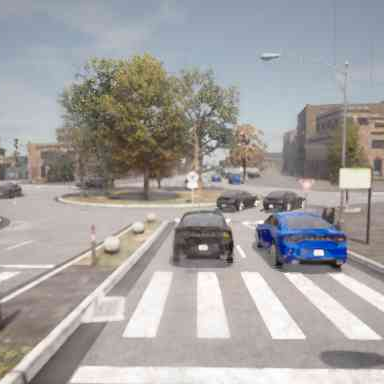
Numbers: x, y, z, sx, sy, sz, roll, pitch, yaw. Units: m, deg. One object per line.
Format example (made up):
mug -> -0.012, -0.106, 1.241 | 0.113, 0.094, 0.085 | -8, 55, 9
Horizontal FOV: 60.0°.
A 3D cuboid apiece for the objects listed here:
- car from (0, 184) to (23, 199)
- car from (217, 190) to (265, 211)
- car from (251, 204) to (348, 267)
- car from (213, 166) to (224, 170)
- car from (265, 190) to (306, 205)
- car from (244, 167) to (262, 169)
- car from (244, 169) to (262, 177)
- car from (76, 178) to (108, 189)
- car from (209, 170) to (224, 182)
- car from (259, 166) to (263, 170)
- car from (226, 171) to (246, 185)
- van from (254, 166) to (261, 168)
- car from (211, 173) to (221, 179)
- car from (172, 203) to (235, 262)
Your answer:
car -> -19.914, -0.119, 36.010 | 1.837, 1.490, 4.892 | -1, 4, -10
car -> 3.775, 0.604, 26.645 | 1.837, 1.490, 4.892 | 1, 4, 35
car -> 3.371, 1.398, 11.130 | 1.882, 1.535, 5.008 | 0, 1, 2
car -> 7.568, -5.160, 88.811 | 2.150, 2.045, 5.566 | 1, 6, 11
car -> 7.383, 0.634, 26.251 | 1.837, 1.490, 4.892 | 2, 5, 40
car -> 14.998, -4.770, 85.964 | 4.553, 1.767, 2.185 | 1, 6, 11
car -> 14.454, -4.374, 83.290 | 4.892, 1.521, 2.231 | 1, 6, 11
car -> -15.295, -1.326, 51.355 | 4.902, 1.511, 2.128 | -2, 5, -30
car -> 4.992, -3.079, 69.134 | 2.097, 1.767, 4.553 | 0, 6, 1
car -> 16.004, -5.440, 91.334 | 5.566, 2.045, 2.435 | 1, 6, 11
car -> 8.067, -2.522, 61.967 | 2.150, 2.045, 5.566 | 0, 6, -2
van -> 15.361, -5.145, 88.677 | 4.442, 1.987, 1.878 | 1, 6, 11
car -> 5.844, -3.804, 78.984 | 1.895, 1.301, 4.718 | 1, 6, 10
car -> 0.385, 1.380, 11.810 | 1.882, 1.535, 5.008 | 0, 1, 2
